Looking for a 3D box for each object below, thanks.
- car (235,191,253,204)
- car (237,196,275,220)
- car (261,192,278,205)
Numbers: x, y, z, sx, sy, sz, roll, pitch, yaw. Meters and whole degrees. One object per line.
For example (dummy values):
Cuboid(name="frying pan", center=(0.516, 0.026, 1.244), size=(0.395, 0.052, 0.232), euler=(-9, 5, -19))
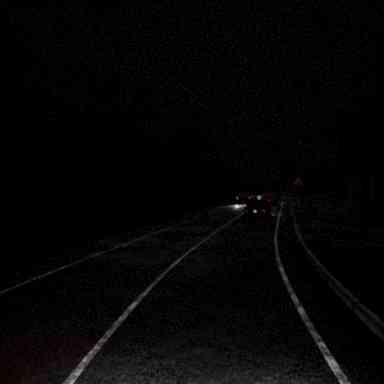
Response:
Cuboid(name="car", center=(7.212, 0.711, 45.222), size=(2.097, 1.767, 4.553), euler=(-1, 1, 16))
Cuboid(name="car", center=(5.020, 1.316, 25.338), size=(2.033, 1.411, 5.357), euler=(-1, 1, 16))
Cuboid(name="car", center=(9.757, 0.789, 41.957), size=(1.882, 1.535, 5.008), euler=(-2, 0, 15))
